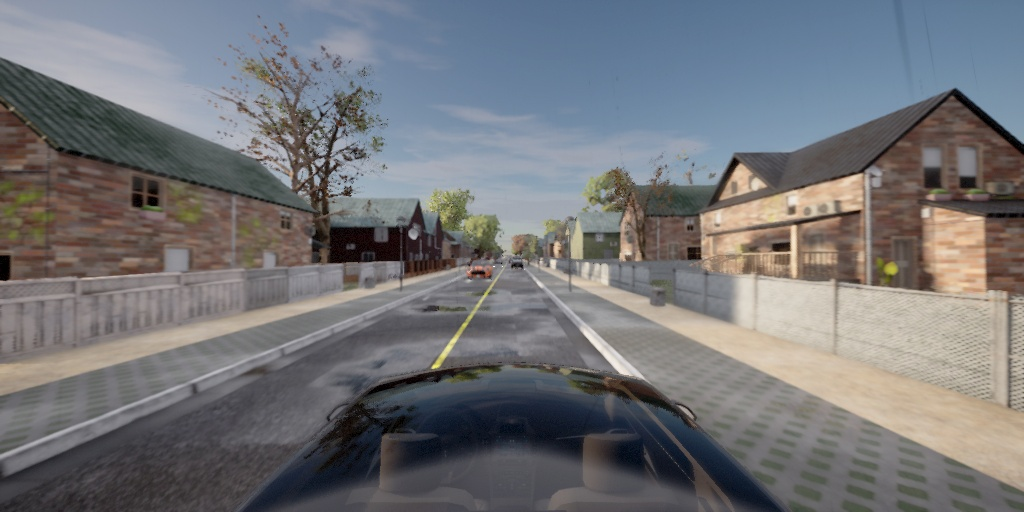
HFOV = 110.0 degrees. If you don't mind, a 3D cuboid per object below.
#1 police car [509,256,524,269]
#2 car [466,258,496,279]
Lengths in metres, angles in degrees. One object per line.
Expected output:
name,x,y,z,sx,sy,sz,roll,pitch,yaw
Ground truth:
police car,0.848,1.178,56.777,1.930,1.638,5.238,0,0,0
car,-2.830,1.109,32.314,2.097,1.767,4.553,0,0,0
